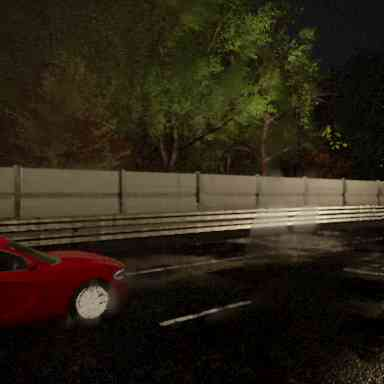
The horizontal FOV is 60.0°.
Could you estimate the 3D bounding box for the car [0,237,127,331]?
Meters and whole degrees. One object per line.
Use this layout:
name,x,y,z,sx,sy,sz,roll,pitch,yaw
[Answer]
car,-3.531,1.471,5.463,5.008,1.535,1.882,0,0,-35
